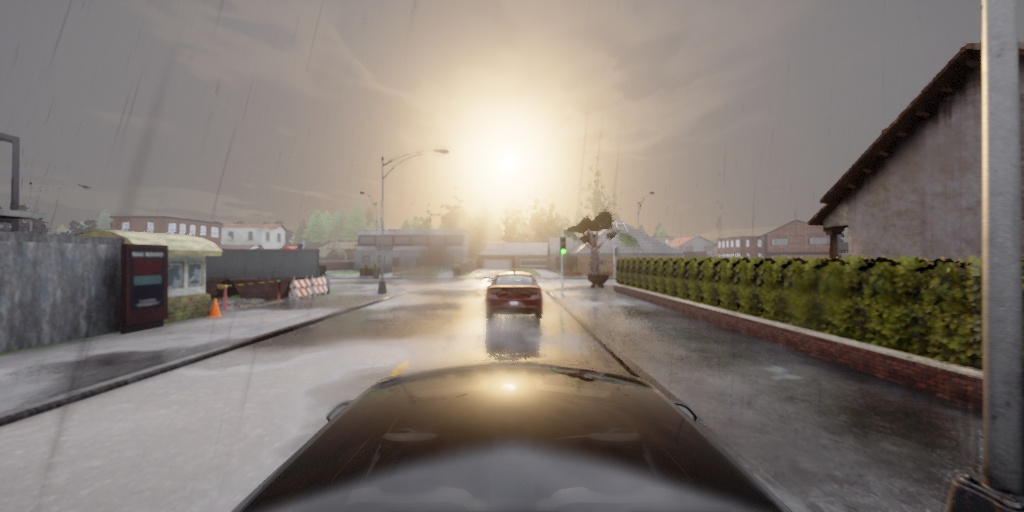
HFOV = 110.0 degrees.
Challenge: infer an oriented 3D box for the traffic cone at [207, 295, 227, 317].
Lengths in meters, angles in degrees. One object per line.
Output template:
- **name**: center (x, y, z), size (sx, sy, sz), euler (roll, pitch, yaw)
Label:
- **traffic cone**: center (-9.650, 1.669, 11.656), size (0.344, 0.586, 0.344), euler (0, 0, 0)

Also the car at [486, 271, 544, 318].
- **car**: center (0.096, 1.313, 13.417), size (1.882, 1.535, 5.008), euler (0, 0, 0)

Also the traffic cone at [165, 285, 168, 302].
- **traffic cone**: center (-15.243, 1.666, 16.235), size (0.344, 0.586, 0.344), euler (0, 0, 0)

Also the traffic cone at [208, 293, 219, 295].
- **traffic cone**: center (-10.368, 1.644, 12.178), size (0.344, 0.586, 0.344), euler (0, 0, 0)

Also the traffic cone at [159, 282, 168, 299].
- **traffic cone**: center (-16.850, 1.697, 17.599), size (0.344, 0.586, 0.344), euler (0, 0, 0)

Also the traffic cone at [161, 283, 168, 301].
- **traffic cone**: center (-15.812, 1.665, 16.597), size (0.344, 0.586, 0.344), euler (0, 0, 0)
